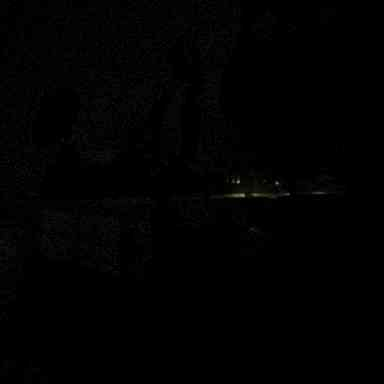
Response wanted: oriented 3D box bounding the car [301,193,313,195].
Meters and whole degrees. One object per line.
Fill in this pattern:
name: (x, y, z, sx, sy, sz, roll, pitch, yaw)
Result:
car: (18.682, 0.927, 53.341, 2.097, 1.767, 4.553, 0, 1, 36)
